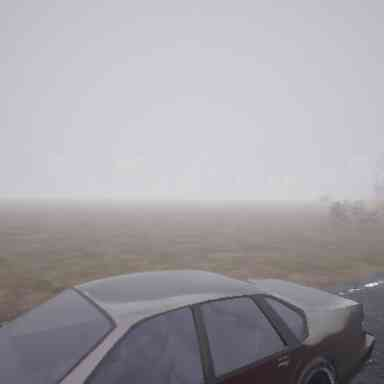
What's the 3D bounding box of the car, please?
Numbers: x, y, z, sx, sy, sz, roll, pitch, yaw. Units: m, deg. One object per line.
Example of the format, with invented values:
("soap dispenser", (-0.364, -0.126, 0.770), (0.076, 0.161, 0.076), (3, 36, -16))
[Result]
("car", (-0.433, 1.542, 3.039), (5.357, 1.411, 2.033), (0, 0, -35))
